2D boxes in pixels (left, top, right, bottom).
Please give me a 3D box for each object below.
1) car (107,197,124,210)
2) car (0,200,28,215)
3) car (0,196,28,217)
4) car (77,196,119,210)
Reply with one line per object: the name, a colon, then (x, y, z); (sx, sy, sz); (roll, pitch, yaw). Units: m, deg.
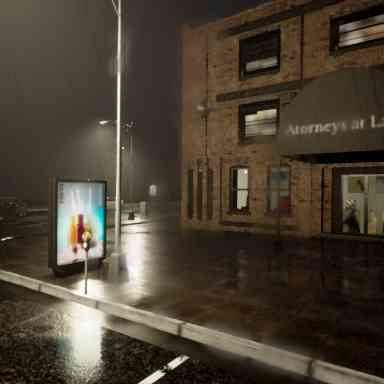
car: (-9.478, 1.337, 36.180); (1.812, 1.442, 4.674); (1, 1, 36)
car: (-17.745, 1.429, 30.348); (1.895, 1.301, 4.718); (1, 1, 33)
car: (-16.006, 1.232, 27.136); (2.097, 1.767, 4.553); (1, 1, 35)
car: (-11.065, 1.285, 39.526); (1.812, 1.442, 4.674); (1, 1, 36)
